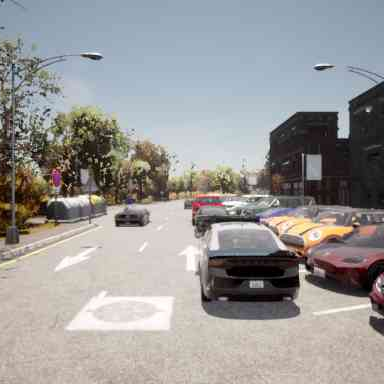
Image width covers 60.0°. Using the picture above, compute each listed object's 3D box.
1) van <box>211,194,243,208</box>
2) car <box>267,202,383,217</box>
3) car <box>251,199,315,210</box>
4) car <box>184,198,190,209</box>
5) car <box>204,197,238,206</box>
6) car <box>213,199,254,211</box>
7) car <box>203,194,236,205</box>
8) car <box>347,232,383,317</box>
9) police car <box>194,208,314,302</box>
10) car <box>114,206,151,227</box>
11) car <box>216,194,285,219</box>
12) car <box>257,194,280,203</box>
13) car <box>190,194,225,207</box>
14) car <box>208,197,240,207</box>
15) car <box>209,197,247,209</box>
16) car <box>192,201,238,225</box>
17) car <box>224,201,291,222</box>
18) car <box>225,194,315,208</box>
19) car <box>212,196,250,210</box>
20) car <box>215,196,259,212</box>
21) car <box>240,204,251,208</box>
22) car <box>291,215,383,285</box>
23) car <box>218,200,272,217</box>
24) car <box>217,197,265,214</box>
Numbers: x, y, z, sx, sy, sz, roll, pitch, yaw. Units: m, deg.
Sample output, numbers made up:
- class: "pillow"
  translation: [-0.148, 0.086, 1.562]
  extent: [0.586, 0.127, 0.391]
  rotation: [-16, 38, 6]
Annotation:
- class: "van"
  translation: [5.305, 1.365, 50.732]
  extent: [4.442, 1.987, 1.878]
  rotation: [1, 0, -20]
- class: "car"
  translation: [5.300, 1.364, 11.658]
  extent: [4.553, 1.767, 2.185]
  rotation: [1, 0, -20]
- class: "car"
  translation: [5.294, 1.367, 14.659]
  extent: [4.553, 1.767, 2.185]
  rotation: [1, 0, -20]
- class: "car"
  translation: [-0.141, 1.581, 46.906]
  extent: [2.128, 1.511, 4.902]
  rotation: [0, 0, 0]
- class: "car"
  translation: [4.992, 1.606, 56.628]
  extent: [5.366, 1.575, 1.946]
  rotation: [1, 0, -20]
- class: "car"
  translation: [5.221, 1.596, 41.673]
  extent: [4.674, 1.452, 2.002]
  rotation: [1, 0, -20]
- class: "car"
  translation: [5.155, 1.384, 62.723]
  extent: [5.566, 2.045, 2.435]
  rotation: [1, 0, -20]
- class: "car"
  translation: [5.287, 1.527, 5.646]
  extent: [4.674, 1.452, 2.002]
  rotation: [1, 0, -20]
- class: "police car"
  translation: [1.130, 1.427, 8.457]
  extent: [1.930, 1.638, 5.238]
  rotation: [0, 0, 0]
- class: "car"
  translation: [-4.015, 1.620, 22.940]
  extent: [1.895, 1.301, 4.718]
  rotation: [0, 0, -1]
- class: "car"
  translation: [5.217, 1.267, 29.650]
  extent: [5.566, 2.045, 2.435]
  rotation: [1, 0, -20]
- class: "car"
  translation: [18.054, 1.454, 78.769]
  extent: [2.435, 2.045, 5.566]
  rotation: [0, 0, -22]
- class: "car"
  translation: [1.091, 1.247, 24.379]
  extent: [2.150, 2.045, 5.566]
  rotation: [0, 0, 0]
- class: "car"
  translation: [5.186, 1.640, 53.687]
  extent: [4.674, 1.452, 2.002]
  rotation: [1, 0, -20]
- class: "car"
  translation: [5.197, 1.577, 47.685]
  extent: [5.008, 1.535, 2.097]
  rotation: [1, -1, -20]
- class: "car"
  translation: [1.104, 1.489, 18.347]
  extent: [1.882, 1.535, 5.008]
  rotation: [0, 0, 0]
- class: "car"
  translation: [5.215, 1.541, 26.648]
  extent: [4.792, 1.488, 2.163]
  rotation: [1, 0, -20]
- class: "car"
  translation: [5.241, 1.249, 20.634]
  extent: [5.566, 2.045, 2.435]
  rotation: [1, 0, -20]
- class: "car"
  translation: [5.247, 1.441, 44.683]
  extent: [4.553, 1.767, 2.185]
  rotation: [1, 0, -20]
- class: "car"
  translation: [5.195, 1.419, 38.665]
  extent: [4.553, 1.767, 2.185]
  rotation: [1, 0, -20]
- class: "car"
  translation: [5.253, 1.536, 17.655]
  extent: [4.674, 1.452, 2.002]
  rotation: [1, 0, -20]
- class: "car"
  translation: [5.248, 1.516, 8.637]
  extent: [4.792, 1.488, 2.163]
  rotation: [1, 0, -20]
- class: "car"
  translation: [5.211, 1.556, 32.650]
  extent: [4.792, 1.488, 2.163]
  rotation: [1, 0, -20]
- class: "car"
  translation: [5.200, 1.409, 35.664]
  extent: [4.553, 1.767, 2.185]
  rotation: [1, 0, -20]
